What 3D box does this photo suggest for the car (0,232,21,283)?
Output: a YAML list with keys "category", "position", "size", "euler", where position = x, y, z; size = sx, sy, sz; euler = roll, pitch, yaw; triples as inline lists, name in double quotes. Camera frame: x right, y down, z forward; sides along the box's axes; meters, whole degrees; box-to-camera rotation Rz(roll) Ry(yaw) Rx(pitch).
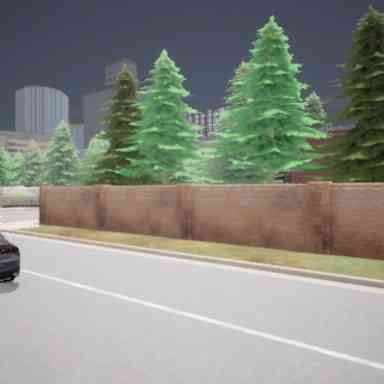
- category: "car"
  position: [-6.200, 1.486, 8.379]
  size: [4.892, 1.490, 1.837]
  euler: [1, 0, 36]
